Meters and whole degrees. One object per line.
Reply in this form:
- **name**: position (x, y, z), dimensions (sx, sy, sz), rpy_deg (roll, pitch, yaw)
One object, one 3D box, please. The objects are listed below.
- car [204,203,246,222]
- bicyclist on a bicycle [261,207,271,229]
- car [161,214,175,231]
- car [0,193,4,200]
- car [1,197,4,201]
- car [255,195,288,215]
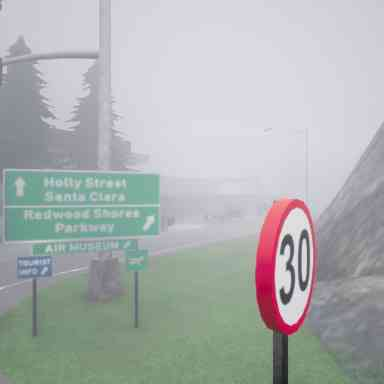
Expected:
- **car**: position (2.871, 1.683, 28.321), dimensions (2.128, 1.511, 4.902), rpy_deg (0, 0, 36)
- **bicyclist on a bicycle**: position (4.641, 1.643, 18.728), dimensions (1.656, 1.620, 0.582), rpy_deg (0, 0, 36)
- **car**: position (-3.176, 1.792, 20.067), dimensions (1.895, 1.301, 4.718), rpy_deg (0, 0, 36)
- **car**: position (-38.345, 1.489, 70.143), dimensions (4.514, 1.523, 2.007), rpy_deg (0, 0, 35)
- **car**: position (-12.297, 1.505, 26.109), dimensions (1.905, 1.878, 3.866), rpy_deg (0, 0, 35)
- **car**: position (8.995, 1.413, 36.662), dimensions (2.150, 2.045, 5.566), rpy_deg (0, 0, 36)
